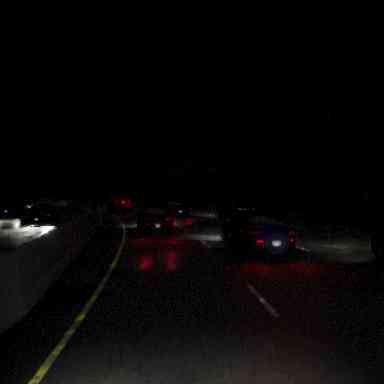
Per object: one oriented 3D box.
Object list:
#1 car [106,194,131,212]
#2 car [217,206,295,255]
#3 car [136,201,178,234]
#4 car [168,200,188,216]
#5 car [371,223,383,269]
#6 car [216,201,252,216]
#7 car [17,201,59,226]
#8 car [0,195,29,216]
[{"bbox_3d":[-8.734,1.198,39.355,2.150,2.045,5.566,0,0,-24],"label":"car"},{"bbox_3d":[2.443,1.492,13.041,1.812,1.442,4.674,0,0,-7],"label":"car"},{"bbox_3d":[-2.186,1.502,19.049,1.812,1.442,4.674,0,0,-12],"label":"car"},{"bbox_3d":[-1.731,1.478,30.875,1.812,1.442,4.674,0,0,-18],"label":"car"},{"bbox_3d":[6.601,1.184,7.633,2.150,2.045,5.566,0,0,-4],"label":"car"},{"bbox_3d":[3.362,1.427,26.001,2.128,1.511,4.902,0,0,-15],"label":"car"},{"bbox_3d":[-10.625,1.577,23.471,1.994,1.385,4.181,0,0,-16],"label":"car"},{"bbox_3d":[-16.599,1.264,30.495,2.150,2.045,5.566,0,0,-21],"label":"car"}]
